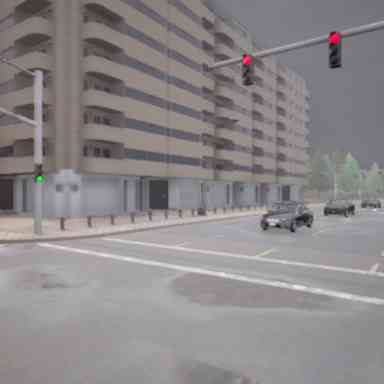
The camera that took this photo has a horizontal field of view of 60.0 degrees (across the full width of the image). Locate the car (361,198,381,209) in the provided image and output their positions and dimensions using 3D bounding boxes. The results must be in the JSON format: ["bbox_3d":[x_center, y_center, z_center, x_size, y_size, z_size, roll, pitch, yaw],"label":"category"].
[{"bbox_3d":[24.247,1.474,44.982,2.033,1.411,5.357,0,0,36],"label":"car"}]

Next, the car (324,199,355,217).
[{"bbox_3d":[13.459,1.406,30.292,1.882,1.535,5.008,0,0,36],"label":"car"}]

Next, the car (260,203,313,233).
[{"bbox_3d":[5.619,1.422,19.421,2.128,1.511,4.902,0,0,35],"label":"car"}]
